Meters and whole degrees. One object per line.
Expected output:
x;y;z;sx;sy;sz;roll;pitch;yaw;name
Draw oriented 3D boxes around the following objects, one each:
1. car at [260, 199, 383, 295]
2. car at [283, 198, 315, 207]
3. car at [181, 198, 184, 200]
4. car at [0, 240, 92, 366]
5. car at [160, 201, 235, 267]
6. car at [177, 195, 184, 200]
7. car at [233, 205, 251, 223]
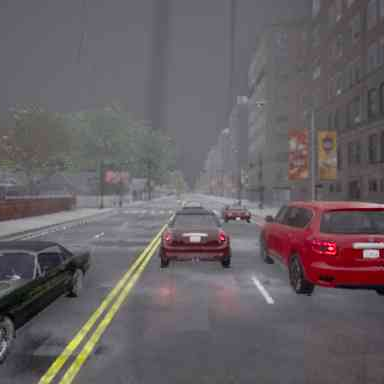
3.347;1.240;8.874;2.150;2.045;5.566;0;0;0;car
16.358;1.670;51.084;4.313;1.339;1.947;0;0;0;car
0.089;1.526;28.099;1.882;1.535;5.008;0;0;0;car
-3.353;1.612;5.817;1.895;1.301;4.718;0;0;0;car
0.094;1.373;11.634;2.097;1.767;4.553;0;0;0;car
-3.288;1.673;95.456;2.128;1.511;4.902;0;0;0;car
3.339;1.646;26.165;1.895;1.301;4.718;0;0;0;car
